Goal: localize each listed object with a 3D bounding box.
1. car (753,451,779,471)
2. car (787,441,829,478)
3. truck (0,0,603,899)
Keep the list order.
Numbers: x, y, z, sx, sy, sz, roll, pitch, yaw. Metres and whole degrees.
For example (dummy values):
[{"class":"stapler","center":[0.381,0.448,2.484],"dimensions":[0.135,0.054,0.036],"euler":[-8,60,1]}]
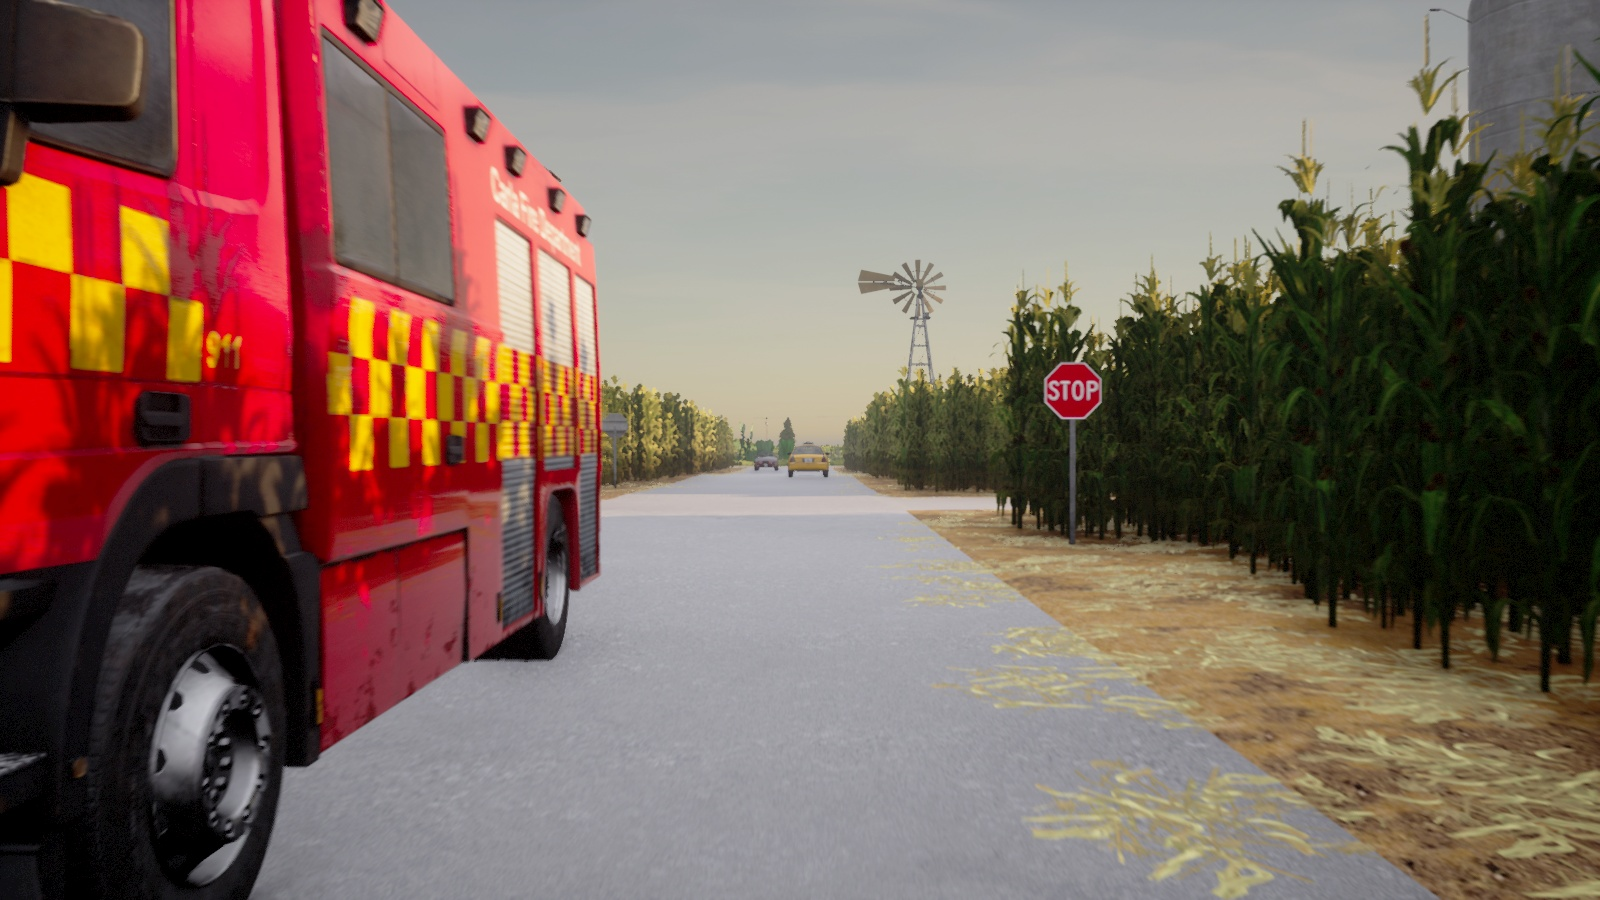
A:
[{"class":"car","center":[-2.509,0.826,93.579],"dimensions":[1.816,1.474,4.193],"euler":[0,0,0]},{"class":"car","center":[0.365,0.405,56.799],"dimensions":[1.801,1.575,5.366],"euler":[0,0,0]},{"class":"truck","center":[-3.048,-0.456,5.796],"dimensions":[2.891,3.827,8.468],"euler":[0,0,0]}]
